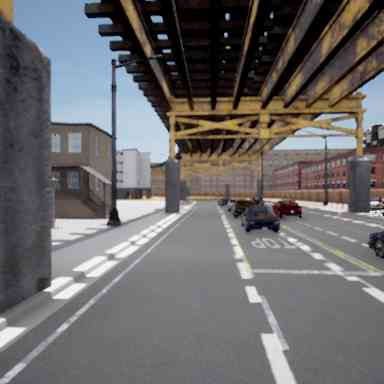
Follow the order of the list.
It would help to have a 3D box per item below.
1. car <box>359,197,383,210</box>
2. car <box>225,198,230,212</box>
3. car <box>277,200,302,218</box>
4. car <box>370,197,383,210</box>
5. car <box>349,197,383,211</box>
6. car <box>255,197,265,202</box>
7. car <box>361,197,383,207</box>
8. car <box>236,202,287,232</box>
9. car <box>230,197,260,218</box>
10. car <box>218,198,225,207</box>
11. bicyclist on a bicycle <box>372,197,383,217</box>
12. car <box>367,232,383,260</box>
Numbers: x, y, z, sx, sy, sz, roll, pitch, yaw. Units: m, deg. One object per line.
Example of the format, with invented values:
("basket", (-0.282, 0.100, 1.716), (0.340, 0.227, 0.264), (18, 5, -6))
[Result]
("car", (23.440, 1.374, 41.503), (4.974, 1.542, 2.038), (0, 0, -26))
("car", (5.203, 1.512, 39.147), (1.812, 1.442, 4.674), (0, 0, 3))
("car", (8.381, 1.451, 29.703), (1.882, 1.535, 5.008), (0, 0, 4))
("car", (21.182, 1.224, 38.537), (4.536, 1.218, 1.853), (0, 0, 34))
("car", (21.139, 1.382, 38.566), (4.974, 1.542, 2.038), (0, 0, 34))
("car", (9.271, 1.464, 48.248), (2.128, 1.511, 4.902), (0, 0, 0))
("car", (23.486, 1.216, 41.526), (4.536, 1.218, 1.853), (0, 0, -26))
("car", (4.038, 1.536, 20.274), (2.033, 1.411, 5.357), (0, 0, 4))
("car", (4.688, 1.492, 29.994), (1.837, 1.490, 4.892), (0, 0, 4))
("car", (5.303, 1.552, 50.948), (1.994, 1.385, 4.181), (0, 0, -7))
("bicyclist on a bicycle", (15.509, 1.251, 27.165), (1.656, 1.620, 0.582), (0, 0, 4))
("car", (7.002, 1.524, 9.342), (2.033, 1.411, 5.357), (0, 0, 4))
